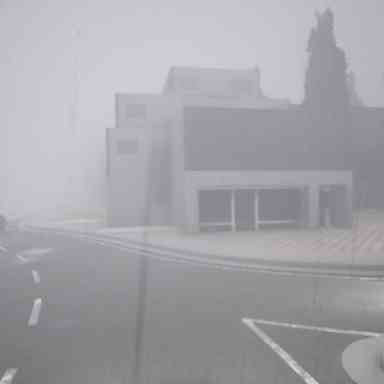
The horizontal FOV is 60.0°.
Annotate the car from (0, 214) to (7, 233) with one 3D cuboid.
[{"bbox_3d":[-12.940,1.689,19.565,4.892,1.490,1.837,-1,-1,30],"label":"car"}]
